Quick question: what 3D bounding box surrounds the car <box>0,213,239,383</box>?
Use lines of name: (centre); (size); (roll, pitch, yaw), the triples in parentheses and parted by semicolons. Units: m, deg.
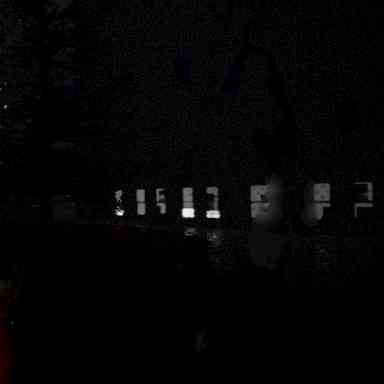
car: (-1.840, 1.353, 4.198); (5.009, 1.841, 2.192); (-1, -1, 35)

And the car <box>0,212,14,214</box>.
car: (-6.367, 1.409, 7.424); (5.009, 1.841, 2.192); (-1, -1, 35)

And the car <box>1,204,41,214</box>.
car: (-20.491, 2.147, 39.778); (1.967, 1.590, 4.097); (-2, -2, 35)

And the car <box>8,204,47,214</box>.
car: (-24.150, 2.481, 49.030); (1.752, 1.417, 4.829); (-2, -2, 35)
